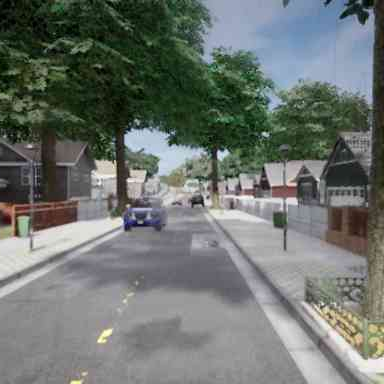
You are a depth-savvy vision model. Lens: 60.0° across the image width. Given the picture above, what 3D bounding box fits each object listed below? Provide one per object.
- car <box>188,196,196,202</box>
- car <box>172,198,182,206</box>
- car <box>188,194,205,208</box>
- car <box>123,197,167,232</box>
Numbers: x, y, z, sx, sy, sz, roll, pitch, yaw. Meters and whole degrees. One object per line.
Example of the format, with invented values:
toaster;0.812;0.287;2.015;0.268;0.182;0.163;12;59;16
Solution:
car;0.026;1.741;88.769;1.882;1.535;5.008;0;0;0
car;-2.754;1.846;61.877;2.033;1.411;5.357;0;0;1
car;0.891;1.415;53.836;2.150;2.045;5.566;-5;0;0
car;-2.844;1.330;21.216;2.150;2.045;5.566;0;0;0
